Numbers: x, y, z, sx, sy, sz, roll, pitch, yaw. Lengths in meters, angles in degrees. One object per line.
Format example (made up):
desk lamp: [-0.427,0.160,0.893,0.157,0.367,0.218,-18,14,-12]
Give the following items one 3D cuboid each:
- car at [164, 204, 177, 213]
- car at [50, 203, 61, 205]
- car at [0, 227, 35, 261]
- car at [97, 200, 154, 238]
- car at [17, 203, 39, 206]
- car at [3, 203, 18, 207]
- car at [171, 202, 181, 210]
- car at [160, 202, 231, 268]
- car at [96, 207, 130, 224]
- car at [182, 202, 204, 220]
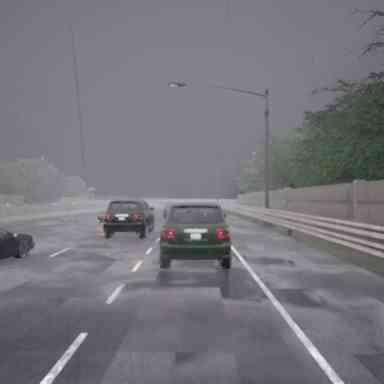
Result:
car: [-3.479,2.622,54.353,1.994,1.385,4.181,0,-1,0]
car: [-24.500,2.716,59.417,1.812,1.442,4.674,0,-1,1]
car: [-6.897,1.659,10.209,2.033,1.411,5.357,0,-1,0]
car: [-3.493,1.466,19.223,2.150,2.045,5.566,0,-1,0]
car: [-27.983,2.758,58.154,1.895,1.301,4.718,0,-1,0]
car: [-31.485,2.677,58.719,2.128,1.511,4.902,0,-1,0]
car: [-3.473,3.045,73.110,1.837,1.490,4.892,0,-1,0]
car: [0.104,1.355,11.901,2.150,2.045,5.566,0,-1,0]
car: [-6.889,2.045,29.618,1.895,1.301,4.718,0,-1,0]
car: [0.112,1.902,34.420,2.097,1.767,4.553,0,-1,0]
